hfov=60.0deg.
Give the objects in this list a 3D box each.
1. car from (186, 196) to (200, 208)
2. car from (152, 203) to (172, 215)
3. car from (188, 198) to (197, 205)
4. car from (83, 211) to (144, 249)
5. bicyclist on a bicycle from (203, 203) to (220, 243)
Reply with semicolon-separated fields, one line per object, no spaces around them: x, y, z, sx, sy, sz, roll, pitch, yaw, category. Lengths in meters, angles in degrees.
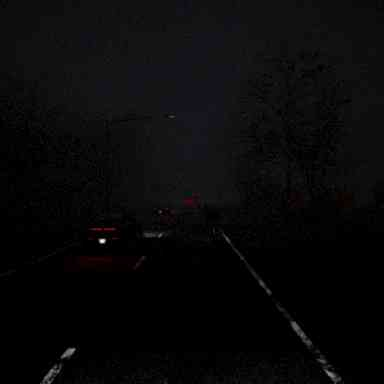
0.144;1.591;54.372;2.150;2.045;5.566;0;0;0;car
-3.371;1.859;37.870;1.895;1.301;4.718;0;0;0;car
0.060;2.026;73.495;1.812;1.442;4.674;0;0;0;car
-3.389;1.607;15.000;1.837;1.490;4.892;0;0;0;car
0.979;1.476;15.463;0.659;1.776;1.843;0;0;0;bicyclist on a bicycle
